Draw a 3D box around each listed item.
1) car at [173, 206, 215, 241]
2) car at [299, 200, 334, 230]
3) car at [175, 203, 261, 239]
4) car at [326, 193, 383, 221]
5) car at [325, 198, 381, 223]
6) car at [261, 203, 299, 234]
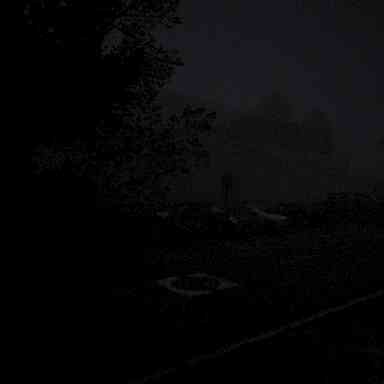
[{"bbox_3d":[-1.580,1.522,15.427,4.674,1.452,2.002,-1,-1,35],"label":"car"},{"bbox_3d":[5.756,1.427,20.640,5.008,1.535,2.097,-1,0,35],"label":"car"},{"bbox_3d":[0.837,1.339,17.184,4.553,1.767,2.185,-1,-1,35],"label":"car"},{"bbox_3d":[13.110,1.110,25.859,5.566,2.045,2.435,-1,-1,35],"label":"car"},{"bbox_3d":[10.669,1.411,24.114,4.792,1.488,2.163,-1,-1,35],"label":"car"},{"bbox_3d":[3.307,1.488,18.907,4.674,1.452,2.002,-1,-1,35],"label":"car"}]
